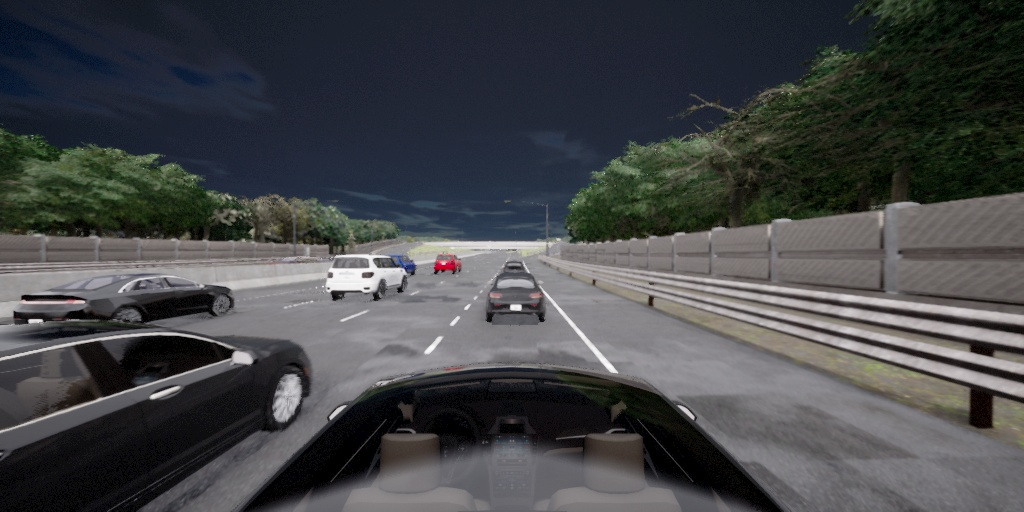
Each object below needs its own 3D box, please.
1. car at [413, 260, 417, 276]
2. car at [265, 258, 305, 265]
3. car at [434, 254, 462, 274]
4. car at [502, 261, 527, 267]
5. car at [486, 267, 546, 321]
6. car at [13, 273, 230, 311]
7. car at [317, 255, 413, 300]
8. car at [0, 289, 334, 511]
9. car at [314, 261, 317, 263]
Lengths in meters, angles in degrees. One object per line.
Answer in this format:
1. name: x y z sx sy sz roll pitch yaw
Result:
1. car: -10.305 0.894 32.327 2.150 2.045 5.566 0 1 0
2. car: -27.901 1.117 43.869 1.895 1.301 4.718 0 1 1
3. car: -6.765 0.825 38.185 2.150 2.045 5.566 0 1 0
4. car: 0.186 1.192 30.634 1.837 1.490 4.892 0 0 0
5. car: 0.113 1.271 12.329 1.812 1.442 4.674 0 0 0
6. car: -10.392 1.237 10.256 2.128 1.511 4.902 0 0 0
7. car: -6.874 0.963 17.604 2.150 2.045 5.566 0 0 0
8. car: -3.499 1.254 2.679 1.837 1.490 4.892 0 0 0
9. car: -24.366 1.027 46.713 1.994 1.385 4.181 0 1 1
